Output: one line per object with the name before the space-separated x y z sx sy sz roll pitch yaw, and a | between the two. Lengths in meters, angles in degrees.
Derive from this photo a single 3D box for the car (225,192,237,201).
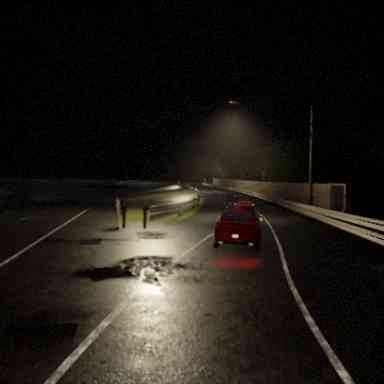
car | 7.164 0.814 60.322 2.128 1.511 4.902 1 3 1

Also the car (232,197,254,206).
car | 5.332 1.618 34.079 1.882 1.535 5.008 1 1 7

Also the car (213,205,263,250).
car | 2.144 1.574 15.116 1.882 1.535 5.008 1 -1 11
